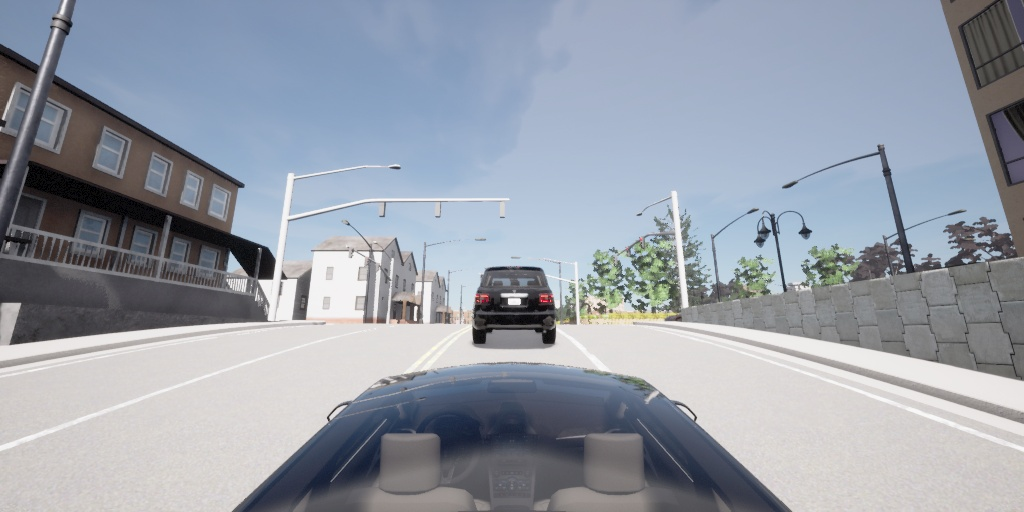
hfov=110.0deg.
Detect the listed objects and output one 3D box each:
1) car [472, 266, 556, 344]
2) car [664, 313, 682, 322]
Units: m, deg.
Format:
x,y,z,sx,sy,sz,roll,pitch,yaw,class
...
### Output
x,y,z,sx,sy,sz,roll,pitch,yaw,class
0.059,1.499,11.144,2.150,2.045,5.566,0,-7,0,car
15.855,5.445,31.694,4.553,1.767,2.097,0,-12,1,car
